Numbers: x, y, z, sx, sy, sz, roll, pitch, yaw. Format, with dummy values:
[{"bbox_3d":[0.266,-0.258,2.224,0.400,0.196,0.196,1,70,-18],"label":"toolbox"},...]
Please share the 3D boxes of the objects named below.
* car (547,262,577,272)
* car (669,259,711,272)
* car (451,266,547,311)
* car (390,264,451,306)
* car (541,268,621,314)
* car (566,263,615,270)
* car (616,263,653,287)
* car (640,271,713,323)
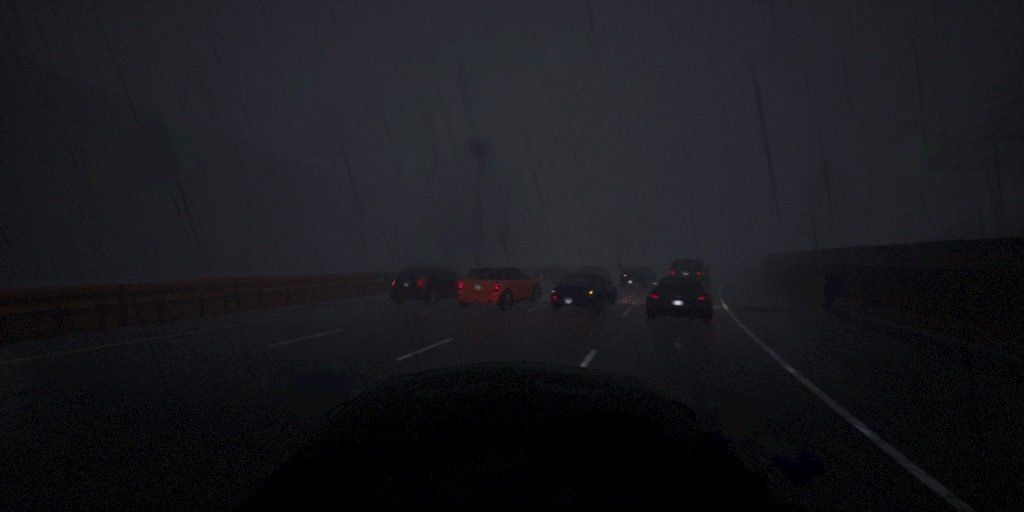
[{"bbox_3d":[3.674,1.530,30.633,1.882,1.535,5.008,0,0,32],"label":"car"},{"bbox_3d":[11.850,1.201,23.948,2.150,2.045,5.566,0,0,31],"label":"car"},{"bbox_3d":[-0.384,1.250,15.742,2.097,1.767,4.553,0,-1,26],"label":"car"},{"bbox_3d":[-3.572,1.267,17.188,2.097,1.767,4.553,0,-1,26],"label":"car"},{"bbox_3d":[3.012,1.410,14.718,1.812,1.442,4.674,0,0,26],"label":"car"},{"bbox_3d":[6.300,1.532,28.246,1.837,1.490,4.892,0,0,32],"label":"car"},{"bbox_3d":[9.325,1.511,26.484,1.837,1.490,4.892,0,0,32],"label":"car"},{"bbox_3d":[5.980,1.427,12.832,1.994,1.385,4.181,0,-1,26],"label":"car"}]
